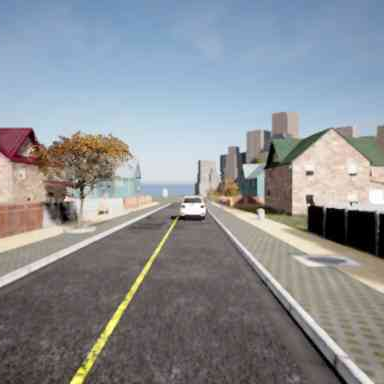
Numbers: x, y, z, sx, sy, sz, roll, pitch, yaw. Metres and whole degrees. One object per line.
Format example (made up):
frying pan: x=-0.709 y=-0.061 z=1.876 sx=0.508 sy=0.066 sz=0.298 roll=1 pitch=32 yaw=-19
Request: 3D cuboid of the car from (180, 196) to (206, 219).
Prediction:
car: x=0.084 y=1.387 z=30.114 sx=2.150 sy=2.045 sz=5.566 roll=0 pitch=0 yaw=1

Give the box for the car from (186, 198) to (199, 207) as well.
car: x=0.125 y=1.761 z=58.839 sx=2.163 sy=1.488 sz=4.792 roll=0 pitch=0 yaw=0
